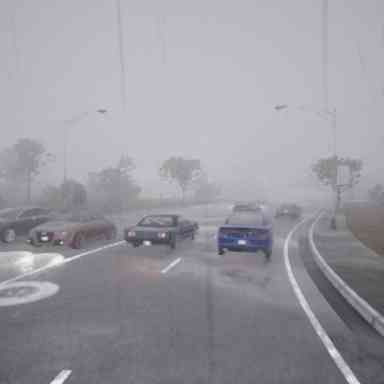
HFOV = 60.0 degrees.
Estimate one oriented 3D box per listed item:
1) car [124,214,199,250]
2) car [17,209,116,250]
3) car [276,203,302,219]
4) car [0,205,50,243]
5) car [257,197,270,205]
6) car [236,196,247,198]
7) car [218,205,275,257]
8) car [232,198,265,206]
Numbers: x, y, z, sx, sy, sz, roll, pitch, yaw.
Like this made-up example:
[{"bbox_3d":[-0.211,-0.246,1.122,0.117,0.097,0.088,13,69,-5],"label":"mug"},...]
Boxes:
[{"bbox_3d":[-1.081,1.614,14.482,1.895,1.301,4.718,1,0,15],"label":"car"},{"bbox_3d":[-4.942,1.529,14.203,1.994,1.385,4.181,1,0,15],"label":"car"},{"bbox_3d":[9.119,1.683,31.191,1.994,1.385,4.181,1,0,24],"label":"car"},{"bbox_3d":[-8.168,1.430,15.750,1.837,1.490,4.892,0,0,16],"label":"car"},{"bbox_3d":[10.947,1.432,52.650,1.895,1.301,4.718,1,1,25],"label":"car"},{"bbox_3d":[8.067,1.370,54.746,1.895,1.301,4.718,1,1,25],"label":"car"},{"bbox_3d":[2.290,1.533,13.462,1.882,1.535,5.008,1,0,15],"label":"car"},{"bbox_3d":[5.127,1.575,30.820,1.837,1.490,4.892,1,0,24],"label":"car"}]
